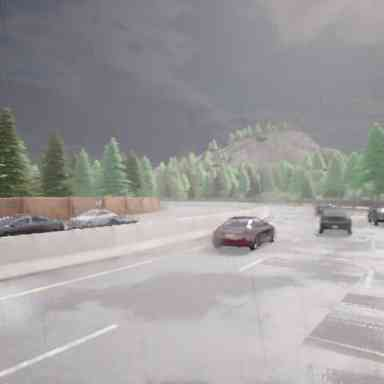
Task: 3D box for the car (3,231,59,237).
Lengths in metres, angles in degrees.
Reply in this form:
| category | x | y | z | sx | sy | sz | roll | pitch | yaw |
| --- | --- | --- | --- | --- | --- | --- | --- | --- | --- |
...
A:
| category | x | y | z | sx | sy | sz | roll | pitch | yaw |
| --- | --- | --- | --- | --- | --- | --- | --- | --- | --- |
| car | -8.967 | 1.945 | 17.086 | 2.128 | 1.511 | 4.902 | -1 | -1 | 31 |

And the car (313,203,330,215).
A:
| category | x | y | z | sx | sy | sz | roll | pitch | yaw |
| --- | --- | --- | --- | --- | --- | --- | --- | --- | --- |
| car | 15.531 | 2.028 | 39.274 | 2.128 | 1.511 | 4.902 | -1 | -2 | 15 |

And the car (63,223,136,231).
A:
| category | x | y | z | sx | sy | sz | roll | pitch | yaw |
| --- | --- | --- | --- | --- | --- | --- | --- | --- | --- |
| car | -4.353 | 2.007 | 17.889 | 1.895 | 1.301 | 4.718 | -1 | -1 | 29 |

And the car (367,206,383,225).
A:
| category | x | y | z | sx | sy | sz | roll | pitch | yaw |
| --- | --- | --- | --- | --- | --- | --- | --- | --- | --- |
| car | 15.169 | 1.847 | 26.322 | 2.033 | 1.411 | 5.357 | -1 | -1 | 20 |

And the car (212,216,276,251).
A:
| category | x | y | z | sx | sy | sz | roll | pitch | yaw |
| --- | --- | --- | --- | --- | --- | --- | --- | --- | --- |
| car | 2.583 | 1.836 | 15.808 | 1.994 | 1.385 | 4.181 | -1 | -1 | 29 |

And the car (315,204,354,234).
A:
| category | x | y | z | sx | sy | sz | roll | pitch | yaw |
| --- | --- | --- | --- | --- | --- | --- | --- | --- | --- |
| car | 9.325 | 1.796 | 21.565 | 1.837 | 1.490 | 4.892 | -1 | -1 | 24 |
